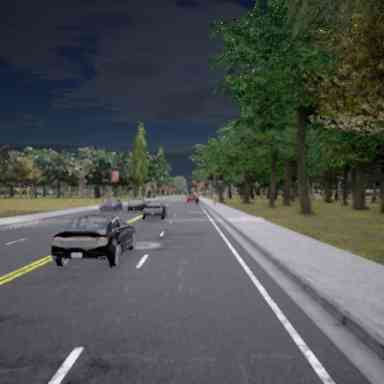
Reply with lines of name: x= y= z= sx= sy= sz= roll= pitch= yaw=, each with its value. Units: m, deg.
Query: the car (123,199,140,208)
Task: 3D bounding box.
car: x=-6.610 y=1.591 z=40.288 sx=1.882 sy=1.535 sz=5.008 roll=0 pitch=0 yaw=0

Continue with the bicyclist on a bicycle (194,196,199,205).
bicyclist on a bicycle: x=0.875 y=1.615 z=60.342 sx=0.866 sy=1.612 sz=1.509 roll=0 pitch=0 yaw=0

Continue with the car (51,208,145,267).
car: x=-3.156 y=1.521 z=11.524 sx=2.128 sy=1.511 sz=4.902 roll=0 pitch=0 yaw=0

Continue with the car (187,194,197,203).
car: x=-0.040 y=1.458 z=77.263 sx=2.150 sy=2.045 sz=5.566 roll=0 pitch=0 yaw=0

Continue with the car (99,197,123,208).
car: x=-9.857 y=1.466 z=40.958 sx=2.097 sy=1.767 sz=4.553 roll=0 pitch=0 yaw=0

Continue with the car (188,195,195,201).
car: x=-0.047 y=1.660 z=89.478 sx=1.882 sy=1.535 sz=5.008 roll=0 pitch=0 yaw=0

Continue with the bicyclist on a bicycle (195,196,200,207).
bicyclist on a bicycle: x=0.867 y=1.518 z=50.742 sx=0.659 sy=1.776 sz=1.843 roll=0 pitch=0 yaw=0

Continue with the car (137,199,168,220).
car: x=-3.165 y=1.571 z=29.295 sx=2.128 sy=1.511 sz=4.902 roll=0 pitch=0 yaw=0
